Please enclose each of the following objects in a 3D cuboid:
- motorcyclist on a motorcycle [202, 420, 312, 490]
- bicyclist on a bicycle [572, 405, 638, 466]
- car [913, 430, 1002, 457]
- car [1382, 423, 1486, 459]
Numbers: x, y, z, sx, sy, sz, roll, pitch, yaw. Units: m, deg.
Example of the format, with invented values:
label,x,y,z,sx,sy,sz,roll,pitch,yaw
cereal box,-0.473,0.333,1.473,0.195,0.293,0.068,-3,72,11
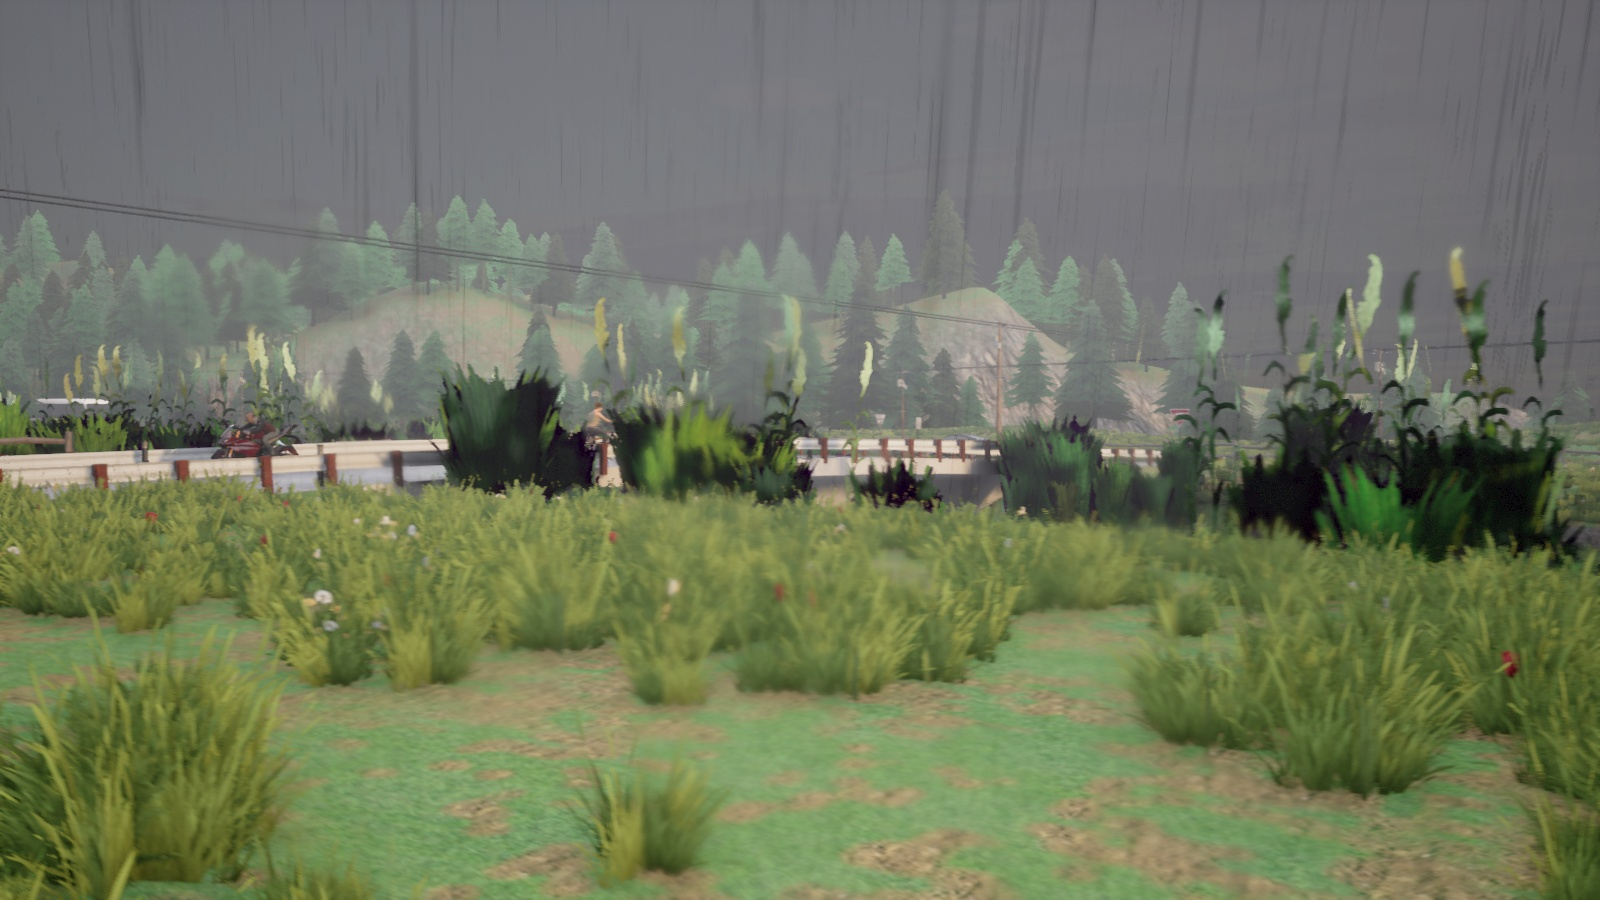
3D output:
label,x,y,z,sx,sy,sz,roll,pitch,yaw
motorcyclist on a motorcycle,-13.015,0.102,30.177,0.866,1.530,2.191,0,4,39
bicyclist on a bicycle,-5.270,-0.401,34.017,0.866,1.612,1.509,0,2,41
car,9.354,-0.396,74.726,5.008,1.535,1.882,0,1,40
car,29.279,-0.428,58.069,3.988,1.617,1.851,0,1,40
